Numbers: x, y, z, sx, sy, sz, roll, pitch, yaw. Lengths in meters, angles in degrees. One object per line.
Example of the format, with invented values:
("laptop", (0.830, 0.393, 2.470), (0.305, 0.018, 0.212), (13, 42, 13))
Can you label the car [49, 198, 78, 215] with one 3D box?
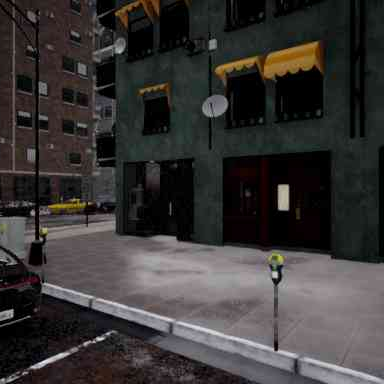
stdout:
("car", (-10.982, 1.249, 30.495), (1.752, 1.417, 4.829), (1, 1, 35))

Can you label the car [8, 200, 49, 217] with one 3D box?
("car", (-14.067, 1.350, 26.067), (2.008, 1.369, 4.403), (1, 1, 35))

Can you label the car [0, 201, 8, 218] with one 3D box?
("car", (-14.648, 1.428, 21.321), (1.994, 1.385, 4.181), (0, 1, 39))

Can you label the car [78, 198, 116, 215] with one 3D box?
("car", (-7.848, 1.262, 30.481), (1.994, 1.385, 4.181), (0, 1, 35))

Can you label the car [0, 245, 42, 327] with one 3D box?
("car", (-4.487, 1.551, 6.065), (4.403, 1.369, 2.008), (0, 0, 35))
